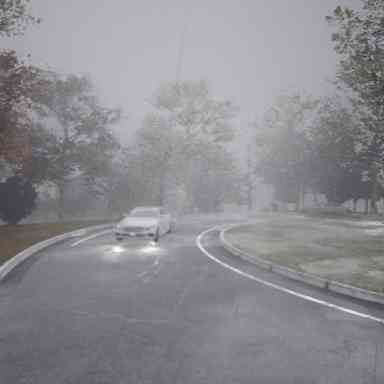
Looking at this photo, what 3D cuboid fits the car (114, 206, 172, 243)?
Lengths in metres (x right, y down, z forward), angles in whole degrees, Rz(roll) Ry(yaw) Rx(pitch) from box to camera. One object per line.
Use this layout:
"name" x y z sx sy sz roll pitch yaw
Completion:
"car" -2.120 1.406 15.684 1.812 1.442 4.674 0 0 7

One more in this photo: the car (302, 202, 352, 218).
"car" 12.247 1.592 30.338 4.181 1.385 1.994 1 0 -3
